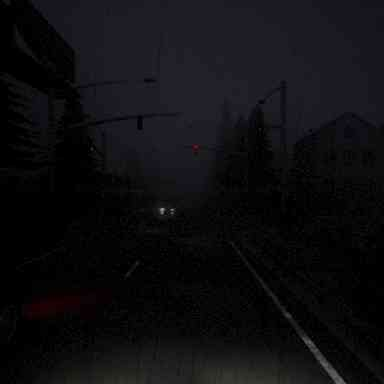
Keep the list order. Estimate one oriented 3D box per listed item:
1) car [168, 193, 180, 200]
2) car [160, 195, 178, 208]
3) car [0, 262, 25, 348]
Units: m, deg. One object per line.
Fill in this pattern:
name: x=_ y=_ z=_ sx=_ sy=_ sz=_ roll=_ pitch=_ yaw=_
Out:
car: x=-3.506 y=0.982 z=65.507 sx=2.150 sy=2.045 sz=5.566 roll=0 pitch=0 yaw=0
car: x=-3.578 y=1.583 z=49.767 sx=1.837 sy=1.490 sz=4.892 roll=0 pitch=0 yaw=0
car: x=-3.589 y=1.532 z=3.581 sx=1.812 sy=1.442 sz=4.674 roll=0 pitch=0 yaw=0
